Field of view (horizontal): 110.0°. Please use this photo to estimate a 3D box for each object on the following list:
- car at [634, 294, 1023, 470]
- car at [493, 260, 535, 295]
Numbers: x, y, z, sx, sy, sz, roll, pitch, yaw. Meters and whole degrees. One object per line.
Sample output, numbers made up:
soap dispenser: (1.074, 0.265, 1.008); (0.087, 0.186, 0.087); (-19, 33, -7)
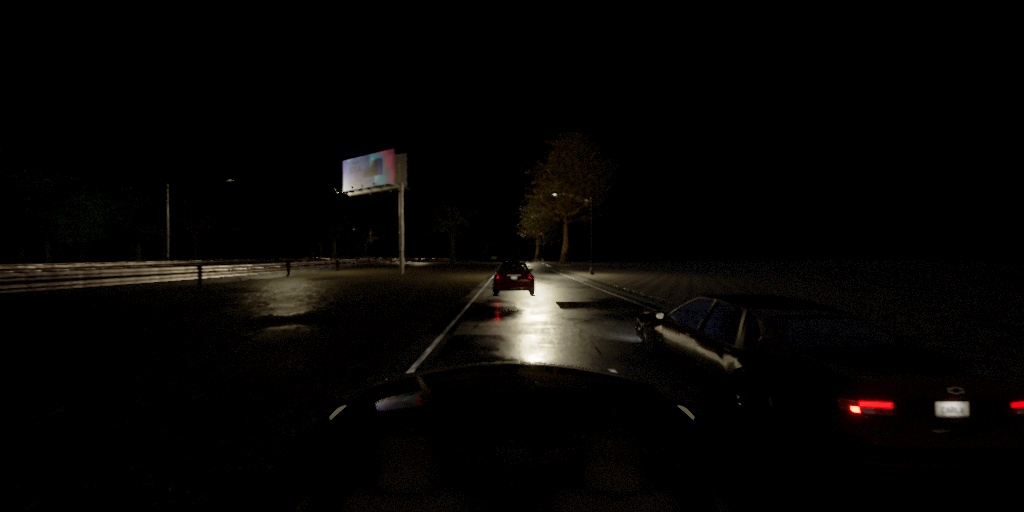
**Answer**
car: (3.599, 1.294, 5.445); (2.033, 1.411, 5.357); (0, 0, 0)
car: (0.098, 1.082, 19.599); (2.097, 1.767, 4.553); (0, 0, 0)
